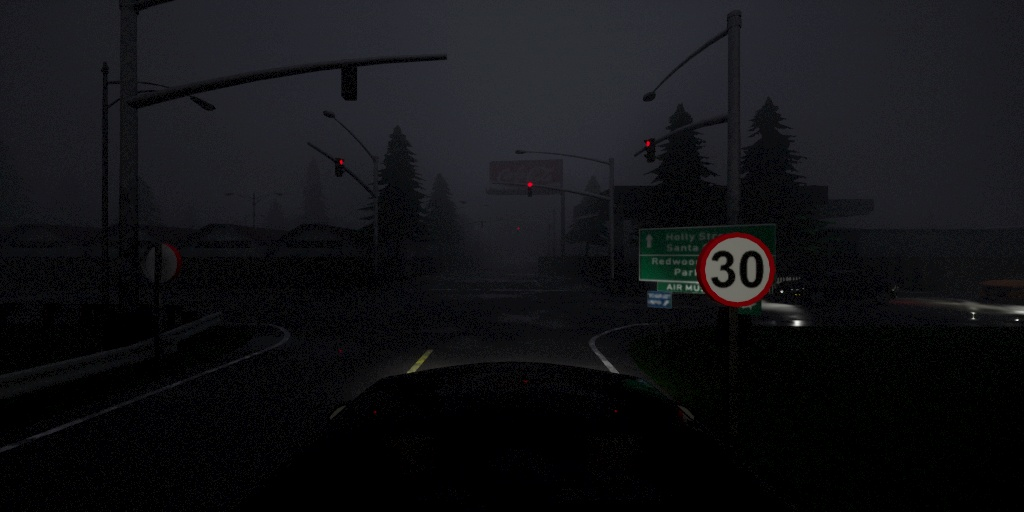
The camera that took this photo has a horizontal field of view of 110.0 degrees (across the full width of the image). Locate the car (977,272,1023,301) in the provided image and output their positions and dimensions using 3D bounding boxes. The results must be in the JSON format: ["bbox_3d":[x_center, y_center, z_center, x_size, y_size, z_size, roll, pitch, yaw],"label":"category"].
[{"bbox_3d":[25.133,1.419,16.817,5.008,1.535,1.882,0,0,1],"label":"car"}]

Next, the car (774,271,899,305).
[{"bbox_3d":[15.197,1.446,16.947,4.892,1.490,1.837,0,0,1],"label":"car"}]
